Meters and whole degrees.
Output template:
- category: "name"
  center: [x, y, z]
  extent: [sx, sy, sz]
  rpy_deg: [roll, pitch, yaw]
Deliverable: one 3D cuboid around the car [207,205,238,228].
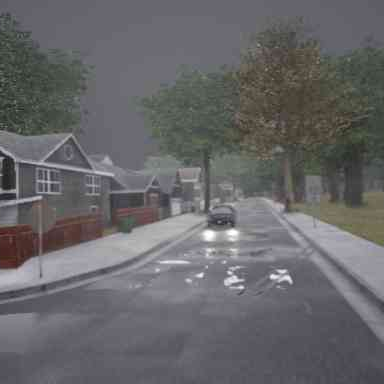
- category: "car"
  center: [2.264, 1.693, 24.255]
  extent: [1.882, 1.535, 5.008]
  rpy_deg: [-2, 0, 11]
